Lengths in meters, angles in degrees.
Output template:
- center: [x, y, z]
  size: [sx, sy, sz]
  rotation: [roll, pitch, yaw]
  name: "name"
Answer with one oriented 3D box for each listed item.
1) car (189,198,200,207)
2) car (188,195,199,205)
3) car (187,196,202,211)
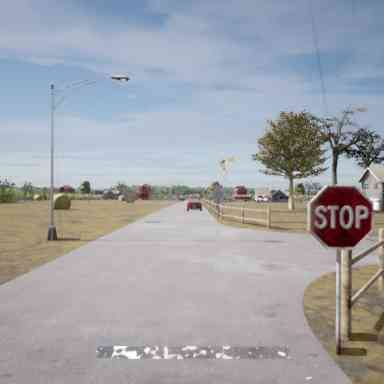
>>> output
- center: [0.401, 1.915, 60.121]
  size: [1.837, 1.490, 4.892]
  rotation: [0, -1, 0]
  name: "car"
- center: [0.371, 1.773, 70.863]
  size: [2.150, 2.045, 5.566]
  rotation: [0, -1, 0]
  name: "car"
- center: [0.326, 1.732, 45.541]
  size: [1.882, 1.535, 5.008]
  rotation: [0, -1, 0]
  name: "car"
